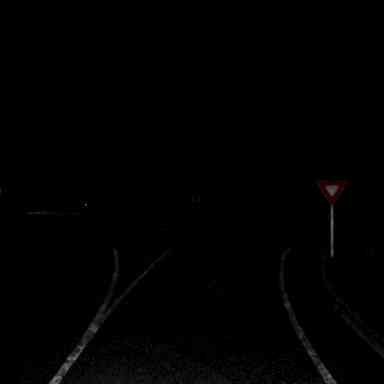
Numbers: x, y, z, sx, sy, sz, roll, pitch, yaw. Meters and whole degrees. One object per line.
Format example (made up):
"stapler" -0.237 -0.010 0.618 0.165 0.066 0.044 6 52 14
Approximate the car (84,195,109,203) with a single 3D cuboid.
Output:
"car" -24.714 1.796 86.211 5.566 2.045 2.435 0 -1 -2

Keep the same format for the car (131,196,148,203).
"car" -12.245 1.737 79.013 4.553 1.767 2.185 0 -1 -2

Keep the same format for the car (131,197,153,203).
"car" -12.325 1.936 82.044 5.008 1.535 2.097 0 -1 -2

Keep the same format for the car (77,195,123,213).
"car" -10.661 1.503 37.782 4.553 1.767 2.097 1 -1 -41

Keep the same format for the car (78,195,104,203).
"car" -24.522 1.660 80.753 5.566 2.045 2.435 0 -1 -2
